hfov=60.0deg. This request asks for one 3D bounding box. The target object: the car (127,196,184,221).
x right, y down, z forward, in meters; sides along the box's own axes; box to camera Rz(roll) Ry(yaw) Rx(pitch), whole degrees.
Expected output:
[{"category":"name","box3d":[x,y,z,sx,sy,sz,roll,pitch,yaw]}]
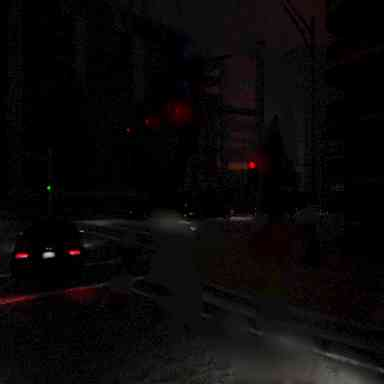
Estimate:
[{"category":"car","box3d":[-3.023,1.405,29.887,5.566,2.045,2.150,0,0,-37]}]

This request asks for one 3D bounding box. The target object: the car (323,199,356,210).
[{"category":"car","box3d":[21.342,1.771,48.012,4.902,1.511,2.128,0,0,-36]}]

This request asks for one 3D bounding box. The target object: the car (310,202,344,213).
[{"category":"car","box3d":[16.831,1.844,40.320,4.718,1.301,1.895,0,0,-37]}]

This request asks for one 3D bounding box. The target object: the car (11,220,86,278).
[{"category":"car","box3d":[-4.374,1.596,10.424,2.033,1.411,5.357,0,0,-21]}]

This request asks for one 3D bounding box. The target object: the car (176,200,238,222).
[{"category":"car","box3d":[1.368,1.686,28.795,4.892,1.490,1.837,0,0,-37]}]

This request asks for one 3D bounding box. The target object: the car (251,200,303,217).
[{"category":"car","box3d":[8.861,1.703,34.384,4.902,1.511,2.128,0,0,-37]}]

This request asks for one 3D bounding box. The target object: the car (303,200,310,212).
[{"category":"car","box3d":[12.968,1.738,41.807,4.902,1.511,2.128,0,0,-37]}]

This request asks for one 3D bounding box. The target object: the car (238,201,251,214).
[{"category":"car","box3d":[4.919,1.719,35.811,4.892,1.490,1.837,0,0,-37]}]
